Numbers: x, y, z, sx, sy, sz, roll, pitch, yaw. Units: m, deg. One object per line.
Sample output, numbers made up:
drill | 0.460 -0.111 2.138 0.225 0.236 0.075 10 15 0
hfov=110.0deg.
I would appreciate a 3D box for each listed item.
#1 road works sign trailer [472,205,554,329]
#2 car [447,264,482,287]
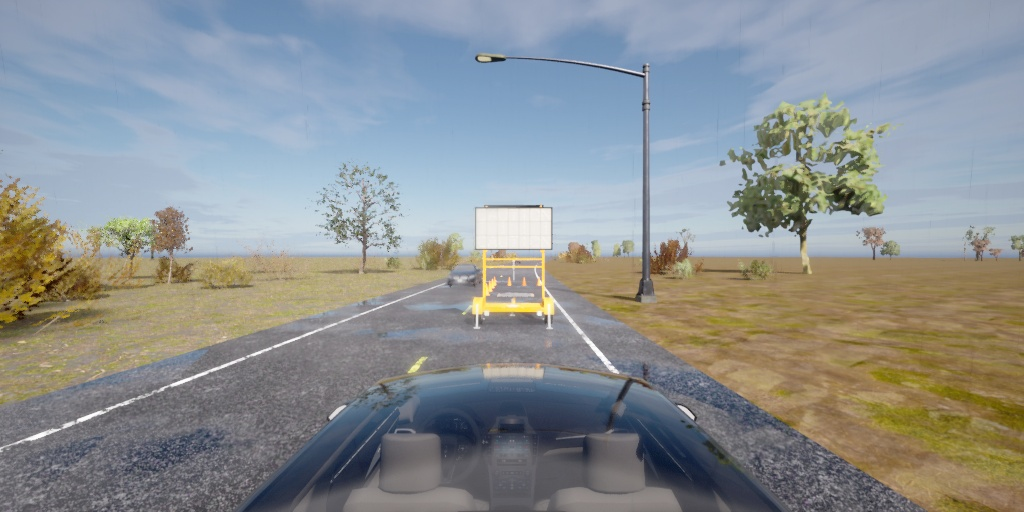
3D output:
road works sign trailer | 0.057 0.214 11.239 2.380 3.560 2.880 0 0 1
car | -3.122 1.274 24.313 1.812 1.442 4.674 0 0 2
